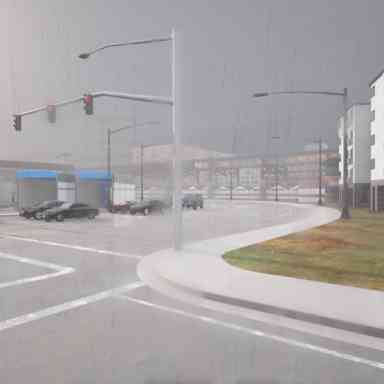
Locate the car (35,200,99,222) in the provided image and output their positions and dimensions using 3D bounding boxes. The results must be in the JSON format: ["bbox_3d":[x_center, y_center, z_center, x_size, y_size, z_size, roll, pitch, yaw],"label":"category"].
[{"bbox_3d":[-9.590,1.526,26.544,1.812,1.442,4.674,0,0,36],"label":"car"}]

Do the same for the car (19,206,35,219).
[{"bbox_3d":[-12.299,1.505,28.770,1.837,1.490,4.892,0,0,36],"label":"car"}]

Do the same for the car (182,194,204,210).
[{"bbox_3d":[-0.030,1.221,43.744,2.150,2.045,5.566,0,0,16],"label":"car"}]

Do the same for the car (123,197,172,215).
[{"bbox_3d":[-4.459,1.505,34.031,1.837,1.490,4.892,0,0,30],"label":"car"}]

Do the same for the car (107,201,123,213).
[{"bbox_3d":[-7.067,1.601,36.378,1.895,1.301,4.718,0,0,30],"label":"car"}]
